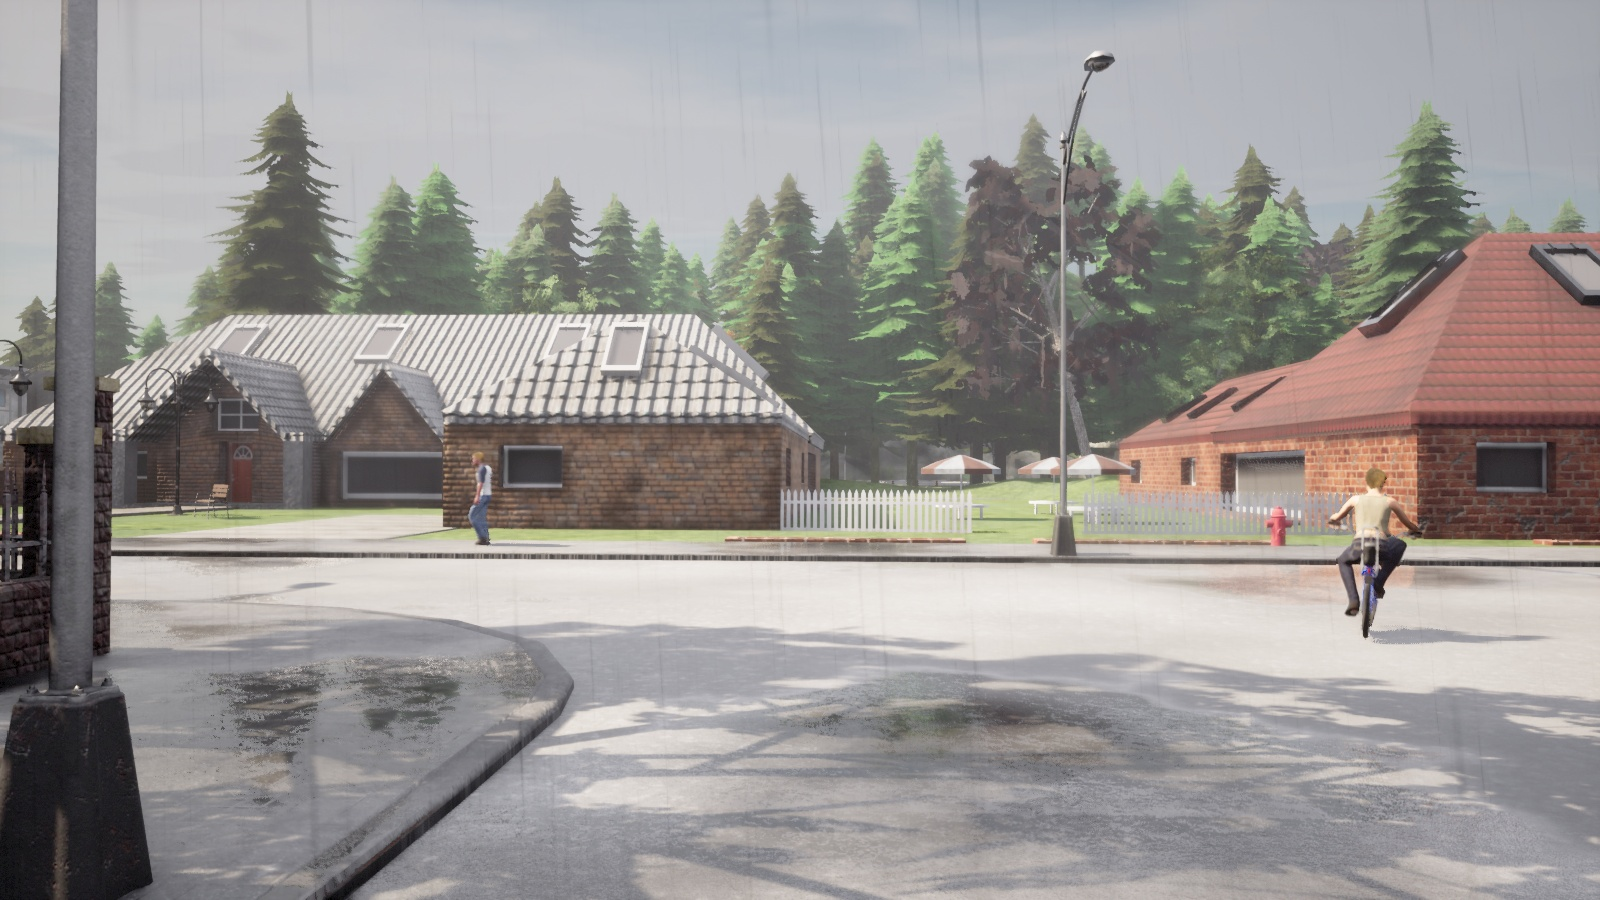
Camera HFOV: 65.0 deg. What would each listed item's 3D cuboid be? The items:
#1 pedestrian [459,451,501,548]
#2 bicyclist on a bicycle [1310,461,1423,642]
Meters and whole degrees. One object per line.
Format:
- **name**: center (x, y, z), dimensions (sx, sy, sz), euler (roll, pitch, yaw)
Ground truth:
- **pedestrian**: center (-6.123, 0.947, 24.070), dimensions (0.706, 1.836, 0.354), euler (0, -1, 2)
- **bicyclist on a bicycle**: center (5.561, 0.935, 12.276), dimensions (0.866, 1.612, 1.509), euler (3, 0, 27)
